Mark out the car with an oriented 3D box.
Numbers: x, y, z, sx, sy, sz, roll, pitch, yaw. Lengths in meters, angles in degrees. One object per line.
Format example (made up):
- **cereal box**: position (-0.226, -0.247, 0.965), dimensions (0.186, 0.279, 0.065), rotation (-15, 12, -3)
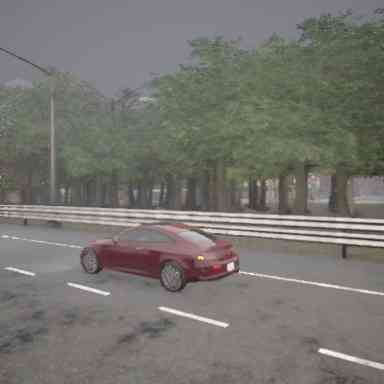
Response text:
- **car**: position (-0.996, 1.534, 8.879), dimensions (4.674, 1.442, 1.812), rotation (0, 0, 36)
